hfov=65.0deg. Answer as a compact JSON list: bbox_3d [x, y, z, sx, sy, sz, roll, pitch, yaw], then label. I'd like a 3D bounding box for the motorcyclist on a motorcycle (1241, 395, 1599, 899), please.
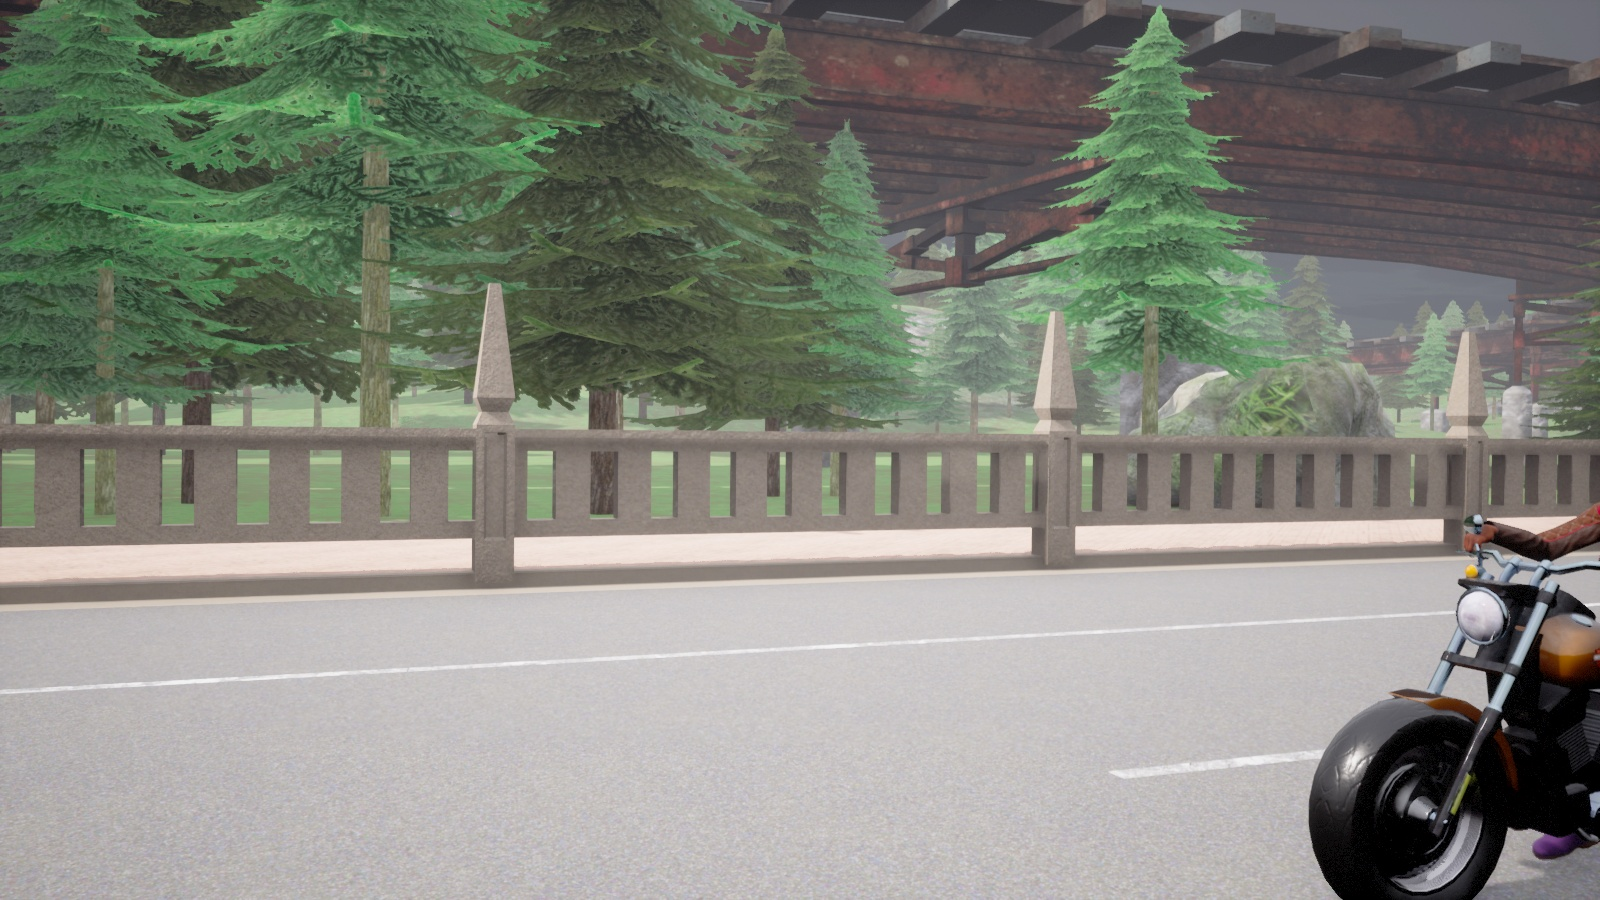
[{"bbox_3d":[2.715,0.650,4.271,2.350,1.649,0.766,-1,1,-21],"label":"motorcyclist on a motorcycle"}]
